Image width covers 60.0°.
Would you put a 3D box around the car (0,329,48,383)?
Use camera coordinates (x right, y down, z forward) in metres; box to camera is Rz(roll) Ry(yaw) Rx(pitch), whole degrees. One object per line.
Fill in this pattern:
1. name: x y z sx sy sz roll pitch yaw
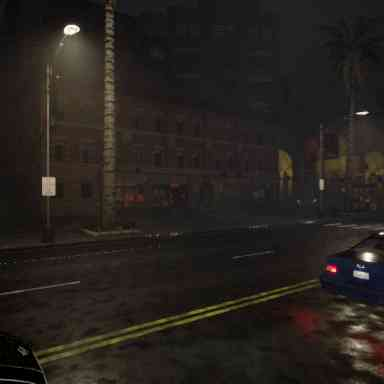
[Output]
1. car: -3.035 1.352 1.518 4.553 1.767 2.097 0 0 -36

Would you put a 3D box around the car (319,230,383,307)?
1. car: 5.104 1.547 7.481 5.357 1.411 2.033 0 0 -36
